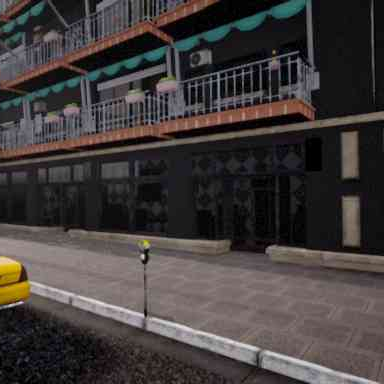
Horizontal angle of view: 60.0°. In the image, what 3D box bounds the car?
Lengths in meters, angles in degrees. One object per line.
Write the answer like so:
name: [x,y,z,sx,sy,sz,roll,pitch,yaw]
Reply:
car: [-5.421,1.456,6.803,5.366,1.575,1.801,0,0,35]
